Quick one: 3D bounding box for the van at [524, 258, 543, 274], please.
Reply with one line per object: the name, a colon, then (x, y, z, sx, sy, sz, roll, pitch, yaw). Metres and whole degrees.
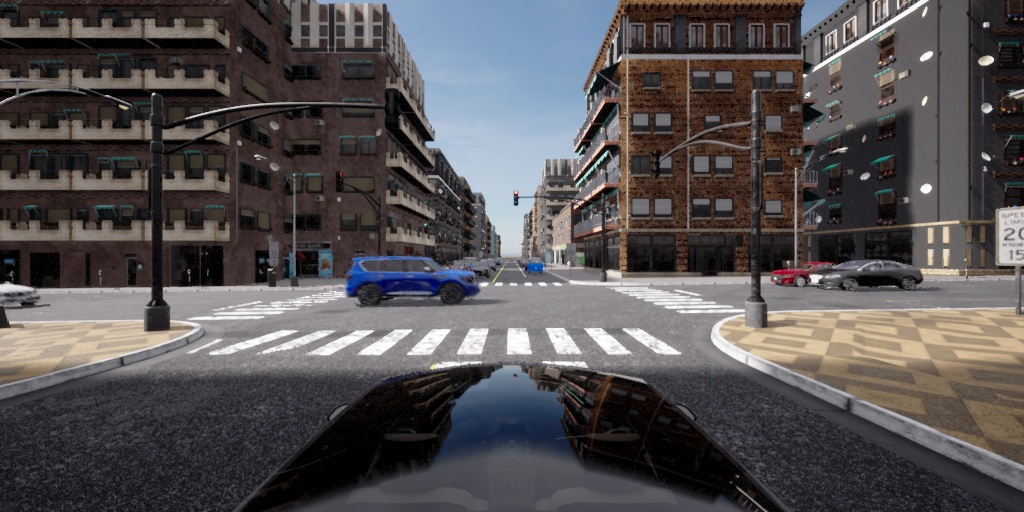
van: (2.592, 1.080, 40.870, 1.690, 1.789, 3.998, 0, 0, 0)

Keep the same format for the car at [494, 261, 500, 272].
car: (-2.965, 1.283, 47.118, 2.033, 1.411, 5.357, 0, 0, 0)

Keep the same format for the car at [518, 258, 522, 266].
car: (2.419, 1.299, 58.236, 1.948, 1.339, 4.313, 0, 0, 0)

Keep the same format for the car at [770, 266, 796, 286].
car: (17.550, 1.033, 20.827, 4.507, 1.381, 1.888, 0, 0, 0)

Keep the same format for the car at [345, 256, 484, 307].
car: (-4.204, 1.019, 15.447, 5.566, 2.045, 2.150, -1, 0, 0)

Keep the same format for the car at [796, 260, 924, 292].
car: (17.959, 0.974, 18.364, 4.902, 1.511, 2.128, -1, 0, 0)

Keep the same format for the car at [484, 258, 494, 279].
car: (-2.929, 1.245, 33.177, 1.837, 1.490, 4.892, 0, 0, 0)

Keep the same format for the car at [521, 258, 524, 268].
car: (2.541, 1.282, 47.074, 1.888, 1.381, 4.507, 0, 0, 0)

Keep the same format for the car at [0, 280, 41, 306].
car: (-23.401, 1.582, 15.391, 4.674, 1.442, 1.812, -1, 0, 0)
